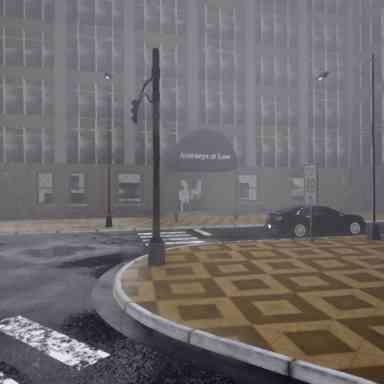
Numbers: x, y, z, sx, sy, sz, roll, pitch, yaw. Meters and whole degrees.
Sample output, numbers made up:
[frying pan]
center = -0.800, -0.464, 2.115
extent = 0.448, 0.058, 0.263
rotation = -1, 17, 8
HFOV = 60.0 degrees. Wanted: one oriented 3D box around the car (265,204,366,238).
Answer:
[car]
center = 5.948, 1.321, 15.996
extent = 4.892, 1.490, 1.837
rotation = 0, 0, -14
